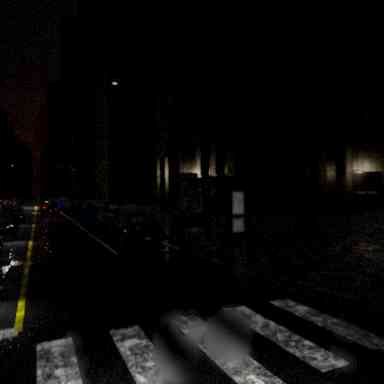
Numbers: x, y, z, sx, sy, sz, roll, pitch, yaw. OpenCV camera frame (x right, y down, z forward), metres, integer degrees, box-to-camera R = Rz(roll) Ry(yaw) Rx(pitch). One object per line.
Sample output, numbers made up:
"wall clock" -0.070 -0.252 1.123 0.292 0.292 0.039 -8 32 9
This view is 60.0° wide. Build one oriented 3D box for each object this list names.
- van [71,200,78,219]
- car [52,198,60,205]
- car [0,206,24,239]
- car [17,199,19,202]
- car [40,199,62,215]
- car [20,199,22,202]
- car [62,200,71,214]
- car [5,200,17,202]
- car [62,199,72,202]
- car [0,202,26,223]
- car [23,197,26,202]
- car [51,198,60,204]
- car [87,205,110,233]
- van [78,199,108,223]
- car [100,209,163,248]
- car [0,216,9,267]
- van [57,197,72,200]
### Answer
"van" -9.825 1.593 30.700 1.690 1.788 3.998 -1 0 -25
"car" -33.690 2.346 82.399 1.752 1.417 4.829 -1 0 -25
"car" -10.578 1.741 18.350 1.812 1.442 4.674 -1 0 -25
"car" -31.839 2.128 58.050 1.967 1.590 4.097 -1 0 -25
"car" -16.502 1.907 38.699 1.812 1.442 4.674 -1 0 -24
"car" -36.597 2.368 68.358 1.947 1.339 4.313 -1 0 -25
"car" -14.581 1.946 41.008 1.802 1.307 4.206 -1 0 -25
"car" -29.458 2.182 52.895 2.008 1.369 4.403 -1 0 -25
"car" -16.960 2.002 46.162 1.802 1.307 4.206 -1 0 -25
"car" -14.937 1.861 27.809 2.033 1.411 5.357 -1 0 -25
"car" -43.736 2.519 83.821 1.887 1.381 4.507 -1 0 -25
"car" -36.000 2.318 87.400 1.967 1.590 4.097 -1 0 -25
"car" -5.062 1.726 20.391 1.802 1.307 4.206 -1 0 -25
"van" -7.445 1.539 25.546 1.690 1.788 3.998 -1 0 -25
"car" -2.683 1.642 15.236 2.008 1.369 4.403 -1 0 -25
"car" -6.271 1.646 9.043 1.812 1.442 4.674 -1 0 -25
"van" -19.344 1.818 51.318 1.690 1.788 3.998 -1 0 -25
